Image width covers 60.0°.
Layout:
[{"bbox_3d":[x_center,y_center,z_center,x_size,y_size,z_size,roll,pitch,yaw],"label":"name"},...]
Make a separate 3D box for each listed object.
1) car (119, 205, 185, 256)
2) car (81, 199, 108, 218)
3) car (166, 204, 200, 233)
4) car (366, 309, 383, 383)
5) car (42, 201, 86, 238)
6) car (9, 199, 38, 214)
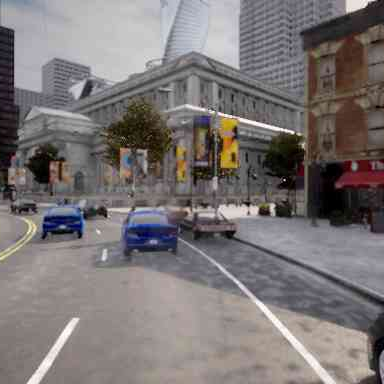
[{"bbox_3d":[-1.837,1.494,13.373,1.882,1.535,5.008,0,0,-13],"label":"car"},{"bbox_3d":[-9.188,1.372,29.729,2.097,1.767,4.553,0,0,-33],"label":"car"},{"bbox_3d":[-1.528,1.553,22.325,2.002,1.452,4.674,0,0,-24],"label":"car"},{"bbox_3d":[3.008,1.518,1.975,1.837,1.490,4.892,0,0,-1],"label":"car"},{"bbox_3d":[-6.893,1.485,17.849,1.882,1.535,5.008,1,0,-20],"label":"car"},{"bbox_3d":[-17.668,1.505,34.853,1.837,1.490,4.892,1,0,-41],"label":"car"}]
